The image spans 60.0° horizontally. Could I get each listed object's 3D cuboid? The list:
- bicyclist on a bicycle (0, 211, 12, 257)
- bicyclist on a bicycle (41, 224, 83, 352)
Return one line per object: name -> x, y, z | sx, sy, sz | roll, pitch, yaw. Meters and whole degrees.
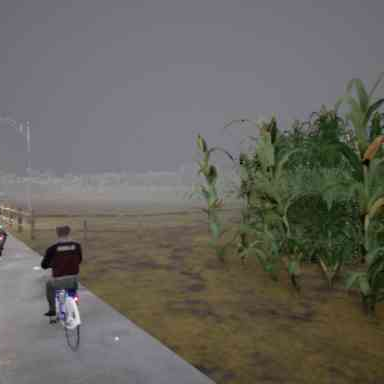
bicyclist on a bicycle -> -7.018, 1.476, 12.136 | 0.866, 1.612, 1.509 | -1, 0, -35
bicyclist on a bicycle -> -2.053, 1.373, 5.182 | 0.659, 1.776, 1.843 | -1, 1, -35
